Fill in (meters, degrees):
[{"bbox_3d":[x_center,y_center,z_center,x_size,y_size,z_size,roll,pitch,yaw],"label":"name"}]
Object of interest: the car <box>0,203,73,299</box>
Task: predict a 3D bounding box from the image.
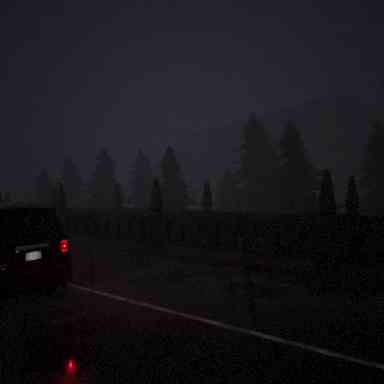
[{"bbox_3d":[-5.066,1.264,7.607,5.566,2.045,2.150,0,0,36],"label":"car"}]
